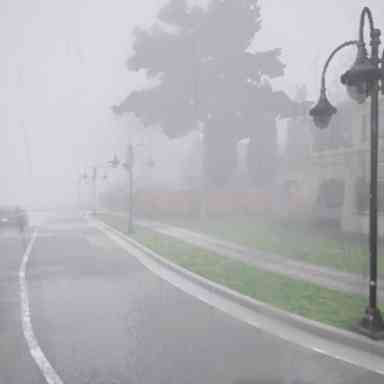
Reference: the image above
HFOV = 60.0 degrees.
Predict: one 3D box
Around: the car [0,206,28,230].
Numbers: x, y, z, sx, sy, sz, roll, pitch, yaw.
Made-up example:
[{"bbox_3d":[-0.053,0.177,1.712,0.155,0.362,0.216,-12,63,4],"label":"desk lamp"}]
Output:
[{"bbox_3d":[-11.473,1.561,20.890,1.994,1.385,4.181,1,0,-23],"label":"car"}]
